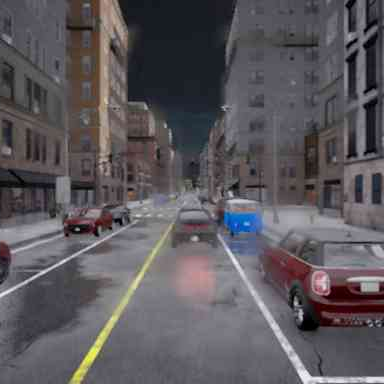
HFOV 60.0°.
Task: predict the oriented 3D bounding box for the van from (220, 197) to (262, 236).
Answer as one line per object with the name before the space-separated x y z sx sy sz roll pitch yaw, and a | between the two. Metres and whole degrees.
van | 2.641 1.314 17.890 1.690 1.788 3.998 0 0 0

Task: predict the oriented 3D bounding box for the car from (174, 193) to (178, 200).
car | -5.378 1.376 87.636 1.752 1.417 4.829 0 0 0

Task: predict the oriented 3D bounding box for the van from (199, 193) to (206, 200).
van | 2.701 1.192 87.804 1.690 1.788 3.998 0 0 0

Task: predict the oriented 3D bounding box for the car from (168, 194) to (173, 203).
car | -5.389 1.456 66.180 1.947 1.339 4.313 0 0 0

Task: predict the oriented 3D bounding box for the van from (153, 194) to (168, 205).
van | -5.395 1.250 55.367 1.690 1.788 3.998 0 0 0

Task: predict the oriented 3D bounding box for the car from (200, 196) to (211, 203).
car | 2.716 1.441 66.179 2.008 1.369 4.403 0 0 0

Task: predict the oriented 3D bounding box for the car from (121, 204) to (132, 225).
car | -5.383 1.530 23.404 1.947 1.339 4.313 0 0 0

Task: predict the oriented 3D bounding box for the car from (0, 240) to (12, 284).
car | -5.387 1.572 6.870 1.802 1.307 4.206 0 0 0

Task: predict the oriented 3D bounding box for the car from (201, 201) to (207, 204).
car | 0.073 1.563 24.619 1.895 1.301 4.718 0 0 -1

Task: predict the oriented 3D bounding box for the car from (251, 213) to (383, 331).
car | 2.638 1.430 6.869 1.967 1.590 4.097 0 0 0

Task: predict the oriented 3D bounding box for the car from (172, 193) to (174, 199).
car | -5.386 1.425 71.586 1.887 1.381 4.507 0 0 0

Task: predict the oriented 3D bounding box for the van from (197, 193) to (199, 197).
van | 2.708 1.211 76.991 1.690 1.788 3.998 0 0 0

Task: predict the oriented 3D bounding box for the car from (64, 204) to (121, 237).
car | -5.384 1.518 17.893 1.887 1.381 4.507 0 0 0

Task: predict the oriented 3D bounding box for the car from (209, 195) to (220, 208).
car | 2.642 1.279 23.402 2.192 1.841 5.009 0 0 0

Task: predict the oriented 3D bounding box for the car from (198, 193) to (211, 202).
car | 2.719 1.214 60.772 2.192 1.841 5.009 0 0 0

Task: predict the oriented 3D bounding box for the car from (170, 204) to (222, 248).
car | 0.103 1.482 14.597 1.837 1.490 4.892 0 0 0
